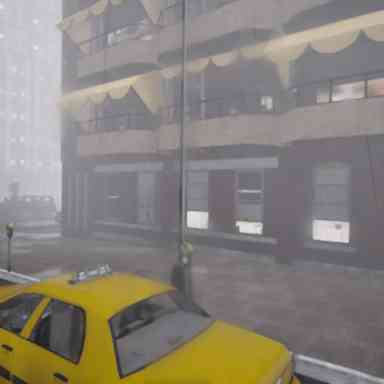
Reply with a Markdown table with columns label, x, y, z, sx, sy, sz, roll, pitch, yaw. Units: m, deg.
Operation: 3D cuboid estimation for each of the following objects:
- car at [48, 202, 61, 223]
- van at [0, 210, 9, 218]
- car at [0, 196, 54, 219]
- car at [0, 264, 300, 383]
| label | x | y | z | sx | sy | sz | roll | pitch | yaw |
| --- | --- | --- | --- | --- | --- | --- | --- | --- | --- |
| car | -7.380 | 1.607 | 23.508 | 1.887 | 1.381 | 4.507 | 1 | 0 | 36 |
| van | -5.740 | 1.305 | 6.962 | 3.998 | 1.788 | 1.690 | 0 | 1 | 36 |
| car | -14.164 | 1.227 | 28.421 | 2.192 | 1.841 | 5.009 | 1 | 0 | 36 |
| car | -1.320 | 1.512 | 3.807 | 4.829 | 1.417 | 1.752 | 0 | 1 | 36 |
